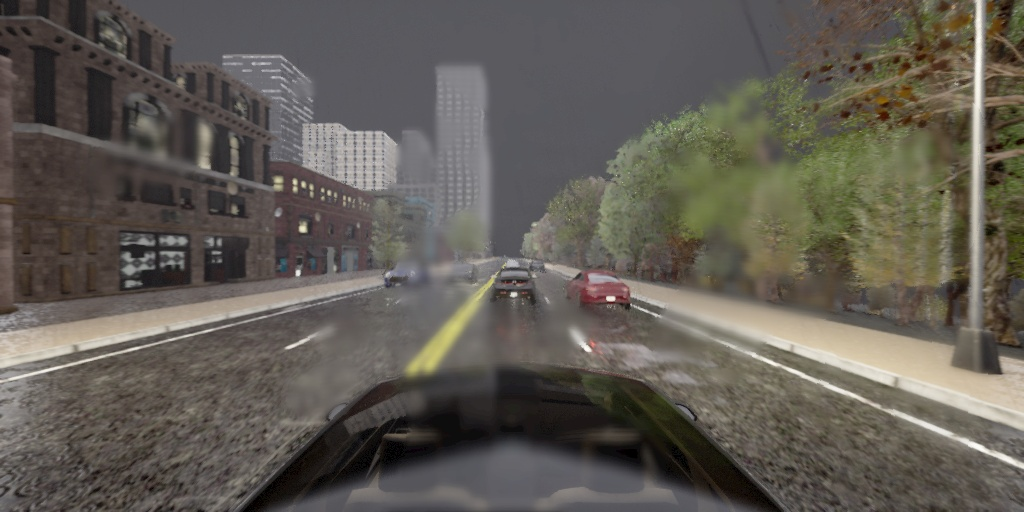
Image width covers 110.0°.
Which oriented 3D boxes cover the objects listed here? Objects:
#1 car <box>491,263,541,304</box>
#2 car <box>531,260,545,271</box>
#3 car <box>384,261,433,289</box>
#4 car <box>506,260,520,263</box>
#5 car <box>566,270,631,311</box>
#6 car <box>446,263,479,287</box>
[{"bbox_3d":[0.101,1.263,16.476,1.837,1.490,4.892,0,0,0],"label":"car"},{"bbox_3d":[3.350,1.261,48.545,2.128,1.511,4.902,0,0,0],"label":"car"},{"bbox_3d":[-6.592,1.113,23.192,2.097,1.767,4.553,0,0,0],"label":"car"},{"bbox_3d":[0.103,1.295,50.348,1.812,1.442,4.674,0,0,0],"label":"car"},{"bbox_3d":[3.352,1.283,14.458,1.812,1.442,4.674,0,0,0],"label":"car"},{"bbox_3d":[-3.342,1.267,24.961,1.837,1.490,4.892,0,0,0],"label":"car"}]
